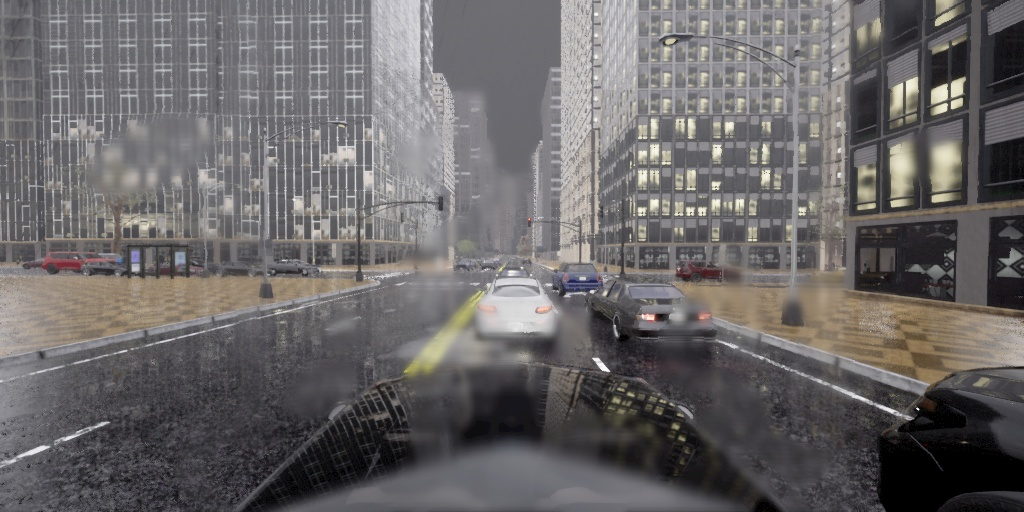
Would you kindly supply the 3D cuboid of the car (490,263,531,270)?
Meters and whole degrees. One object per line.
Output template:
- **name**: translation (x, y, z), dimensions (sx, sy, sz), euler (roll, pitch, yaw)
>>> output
- **car**: translation (0.112, 1.288, 18.888), dimensions (2.033, 1.411, 5.357), euler (0, 0, 0)

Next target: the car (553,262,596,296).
- **car**: translation (3.363, 1.093, 19.168), dimensions (2.097, 1.767, 4.553), euler (0, 0, 0)

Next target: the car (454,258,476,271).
- **car**: translation (-6.588, 1.068, 49.244), dimensions (2.097, 1.767, 4.553), euler (0, 0, 1)

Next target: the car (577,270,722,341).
- **car**: translation (3.358, 1.293, 9.782), dimensions (2.033, 1.411, 5.357), euler (0, 0, 0)

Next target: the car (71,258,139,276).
- **car**: translation (-34.074, 1.069, 30.585), dimensions (4.313, 1.339, 1.948), euler (0, 0, 1)

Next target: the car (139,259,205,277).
- **car**: translation (-28.394, 1.138, 30.407), dimensions (4.207, 1.307, 1.802), euler (0, 0, 1)

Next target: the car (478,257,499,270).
- **car**: translation (-3.304, 1.262, 51.227), dimensions (2.033, 1.411, 5.357), euler (0, 0, 0)

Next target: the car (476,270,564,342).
- **car**: translation (0.105, 1.272, 9.644), dimensions (1.812, 1.442, 4.674), euler (0, 0, 0)

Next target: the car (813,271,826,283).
- **car**: translation (27.663, 1.579, 29.507), dimensions (4.829, 1.417, 1.751), euler (0, 0, 1)

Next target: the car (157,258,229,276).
- **car**: translation (-29.416, 0.981, 33.120), dimensions (5.008, 1.535, 1.882), euler (1, 1, 1)

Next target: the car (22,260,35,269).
- **car**: translation (-50.941, 0.793, 39.374), dimensions (4.207, 1.307, 1.802), euler (0, 0, 1)

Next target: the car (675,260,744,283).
- **car**: translation (16.215, 1.269, 29.713), dimensions (5.009, 1.841, 2.192), euler (0, 0, 1)

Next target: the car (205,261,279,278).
- **car**: translation (-22.710, 1.174, 30.270), dimensions (4.313, 1.339, 1.948), euler (0, 0, 1)

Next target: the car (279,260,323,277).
- **car**: translation (-20.005, 1.080, 32.921), dimensions (4.902, 1.511, 2.128), euler (1, 1, 1)

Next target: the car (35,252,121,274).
- **car**: translation (-40.015, 0.628, 33.347), dimensions (5.566, 2.045, 2.150), euler (1, 1, 1)

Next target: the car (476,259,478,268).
- **car**: translation (-6.543, 1.211, 58.341), dimensions (1.837, 1.490, 4.892), euler (0, 0, 0)

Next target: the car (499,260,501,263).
- **car**: translation (-3.282, 1.304, 60.987), dimensions (1.895, 1.301, 4.718), euler (0, 0, 0)
